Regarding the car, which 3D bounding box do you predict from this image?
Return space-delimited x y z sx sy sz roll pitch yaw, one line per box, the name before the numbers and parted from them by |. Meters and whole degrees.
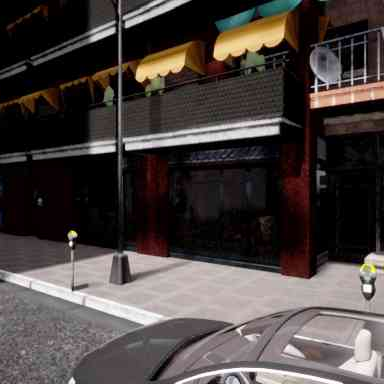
car | 0.894 1.551 2.234 4.403 1.369 2.008 0 0 36
